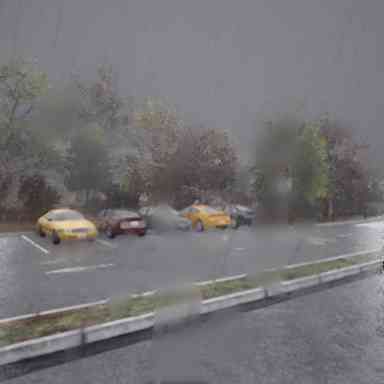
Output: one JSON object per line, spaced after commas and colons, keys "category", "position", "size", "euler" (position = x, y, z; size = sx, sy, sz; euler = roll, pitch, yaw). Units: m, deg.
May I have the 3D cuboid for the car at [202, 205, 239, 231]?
{"category": "car", "position": [0.354, 1.604, 21.431], "size": [2.097, 1.535, 5.008], "euler": [0, 0, -35]}

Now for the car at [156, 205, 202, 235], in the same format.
{"category": "car", "position": [-1.900, 1.591, 19.851], "size": [2.231, 1.521, 4.892], "euler": [0, 0, -35]}

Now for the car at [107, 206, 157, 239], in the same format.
{"category": "car", "position": [-4.159, 1.605, 18.281], "size": [2.163, 1.488, 4.792], "euler": [1, 0, -35]}

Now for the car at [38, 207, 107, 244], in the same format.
{"category": "car", "position": [-6.288, 1.551, 16.512], "size": [1.946, 1.575, 5.366], "euler": [1, 0, -35]}

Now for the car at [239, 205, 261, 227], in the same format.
{"category": "car", "position": [2.604, 1.617, 23.022], "size": [2.231, 1.521, 4.892], "euler": [0, 0, -35]}
